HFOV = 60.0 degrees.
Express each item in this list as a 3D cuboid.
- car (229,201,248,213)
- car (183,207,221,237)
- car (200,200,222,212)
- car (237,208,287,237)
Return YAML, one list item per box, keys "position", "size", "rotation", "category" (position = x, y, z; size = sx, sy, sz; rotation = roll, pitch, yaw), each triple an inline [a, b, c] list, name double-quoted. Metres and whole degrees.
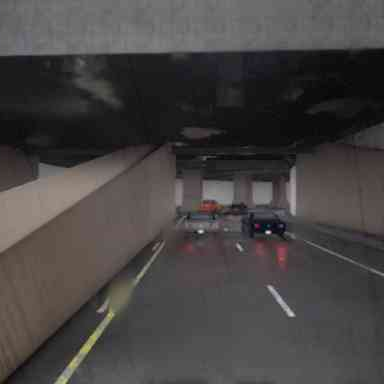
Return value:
- position: [6.133, 1.958, 43.193]
  size: [2.128, 1.511, 4.902]
  rotation: [0, 0, 18]
  category: "car"
- position: [0.524, 1.803, 19.641]
  size: [1.895, 1.301, 4.718]
  rotation: [0, -1, 1]
  category: "car"
- position: [2.496, 1.801, 43.227]
  size: [2.097, 1.767, 4.553]
  rotation: [0, -1, 17]
  category: "car"
- position: [4.021, 1.817, 19.476]
  size: [1.895, 1.301, 4.718]
  rotation: [0, -1, 1]
  category: "car"
